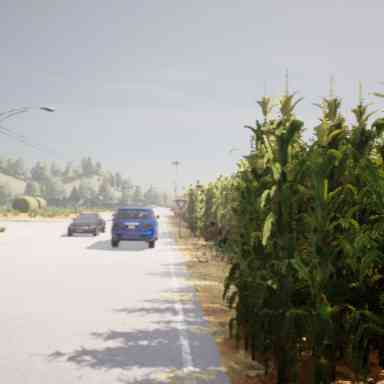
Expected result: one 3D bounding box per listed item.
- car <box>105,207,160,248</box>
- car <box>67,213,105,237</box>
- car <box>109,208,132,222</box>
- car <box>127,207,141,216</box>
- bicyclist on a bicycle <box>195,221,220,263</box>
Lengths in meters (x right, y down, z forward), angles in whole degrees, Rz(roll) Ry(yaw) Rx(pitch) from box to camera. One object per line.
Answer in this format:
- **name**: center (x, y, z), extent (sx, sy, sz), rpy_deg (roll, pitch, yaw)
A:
- **car**: center (-3.021, 1.830, 18.289), extent (2.150, 2.045, 5.566), rpy_deg (2, -2, -4)
- **car**: center (-7.026, 2.168, 22.580), extent (1.812, 1.442, 4.674), rpy_deg (2, -2, -5)
- **car**: center (-8.877, 2.809, 41.665), extent (1.837, 1.490, 4.892), rpy_deg (2, -2, -2)
- **car**: center (-10.326, 3.433, 59.459), extent (1.837, 1.490, 4.892), rpy_deg (2, -3, -5)
- **bicyclist on a bicycle**: center (0.960, 1.975, 13.014), extent (1.656, 1.620, 0.582), rpy_deg (1, -2, -5)
